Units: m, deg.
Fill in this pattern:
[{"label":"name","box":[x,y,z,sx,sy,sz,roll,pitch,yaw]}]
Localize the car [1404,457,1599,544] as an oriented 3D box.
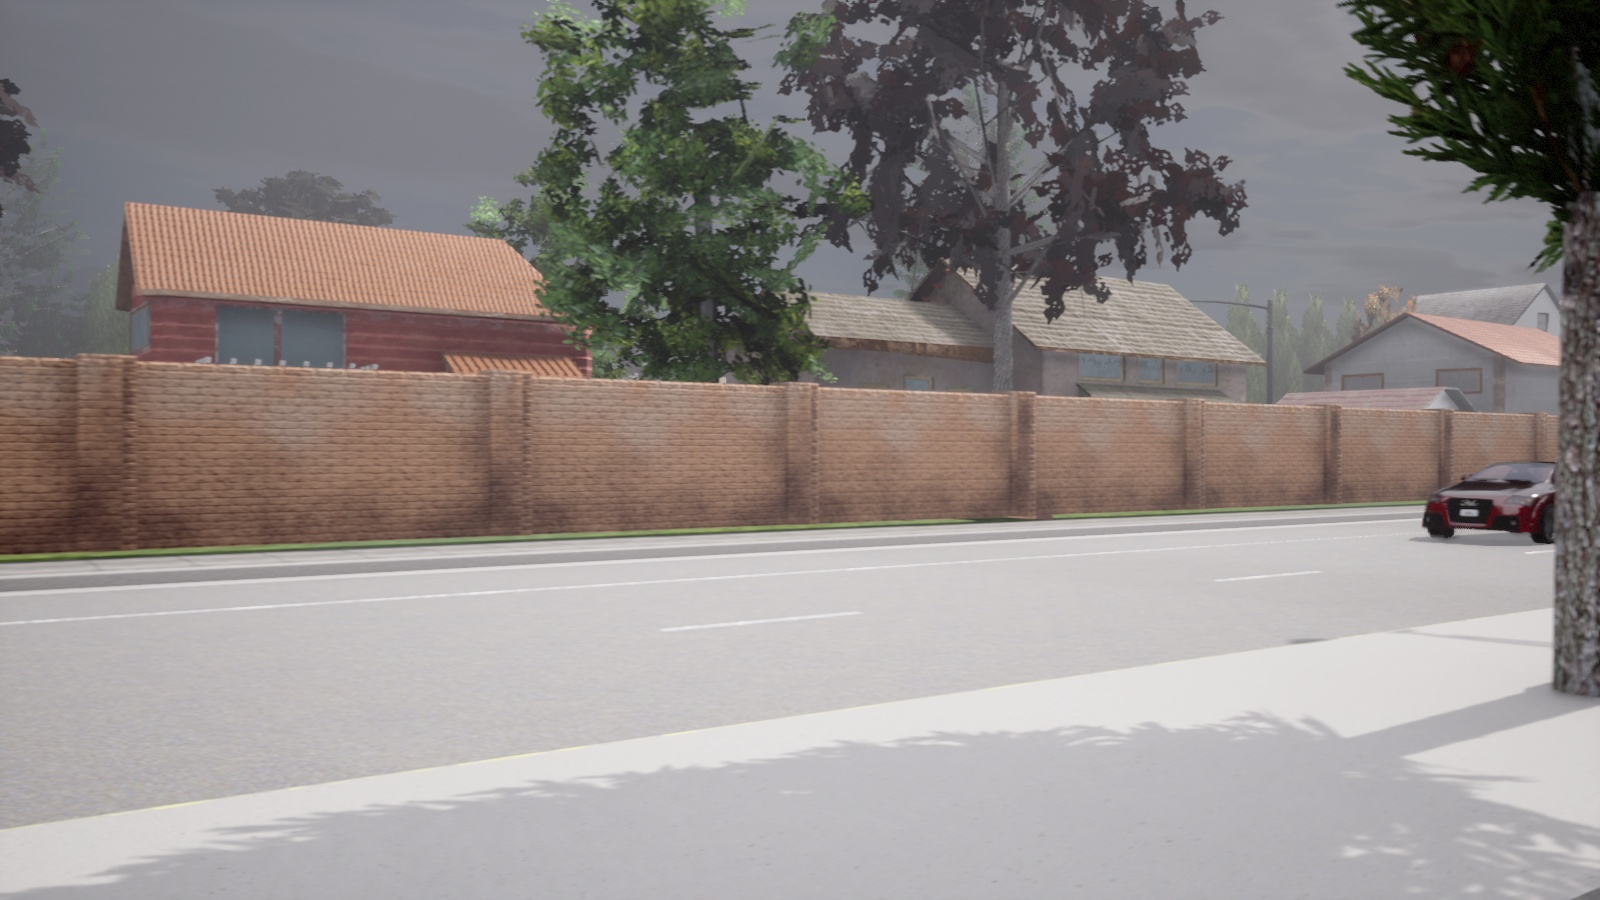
[{"label":"car","box":[12.836,0.835,22.308,4.181,1.385,1.994,0,0,-35]}]
